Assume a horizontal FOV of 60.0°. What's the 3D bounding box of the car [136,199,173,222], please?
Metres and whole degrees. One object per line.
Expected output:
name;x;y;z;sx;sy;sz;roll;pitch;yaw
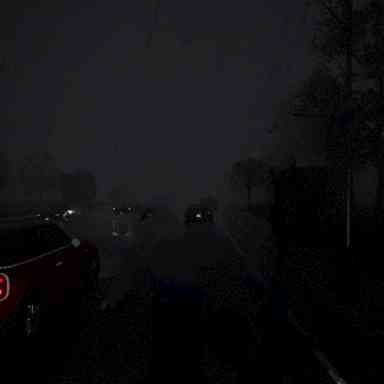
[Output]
car;-2.852;1.513;26.211;1.812;1.442;4.674;0;0;3

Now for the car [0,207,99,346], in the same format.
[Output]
car;-3.373;1.349;6.518;2.097;1.767;4.553;0;0;0

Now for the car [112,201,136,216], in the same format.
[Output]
car;-6.169;1.583;32.131;1.895;1.301;4.718;0;0;5

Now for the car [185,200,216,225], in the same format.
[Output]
car;0.547;1.553;24.178;1.994;1.385;4.181;0;0;3

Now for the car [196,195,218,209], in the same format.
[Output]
car;2.115;1.335;41.759;2.097;1.767;4.553;0;0;7

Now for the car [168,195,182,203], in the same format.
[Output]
car;-3.506;1.443;66.473;1.837;1.490;4.892;0;0;16

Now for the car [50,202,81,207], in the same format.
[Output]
car;-10.083;1.532;26.096;2.033;1.411;5.357;0;0;3
